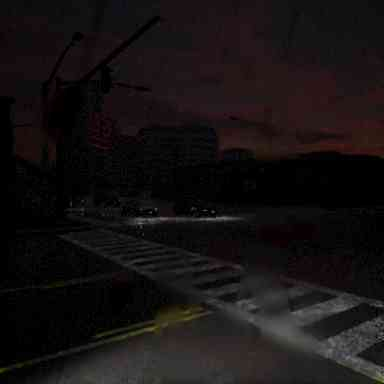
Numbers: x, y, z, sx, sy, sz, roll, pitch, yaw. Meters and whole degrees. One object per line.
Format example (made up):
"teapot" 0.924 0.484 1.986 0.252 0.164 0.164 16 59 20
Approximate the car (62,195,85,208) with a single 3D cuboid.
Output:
"car" -16.384 1.247 45.764 2.097 1.767 4.553 -1 0 -35

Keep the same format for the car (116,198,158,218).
"car" -4.694 1.421 29.255 1.812 1.442 4.674 -1 0 -34

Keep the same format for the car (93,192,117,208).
"car" -11.540 1.087 44.981 2.150 2.045 5.566 -1 0 -35

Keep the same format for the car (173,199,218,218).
"car" 0.239 1.370 28.626 1.837 1.490 4.892 -1 0 -37
